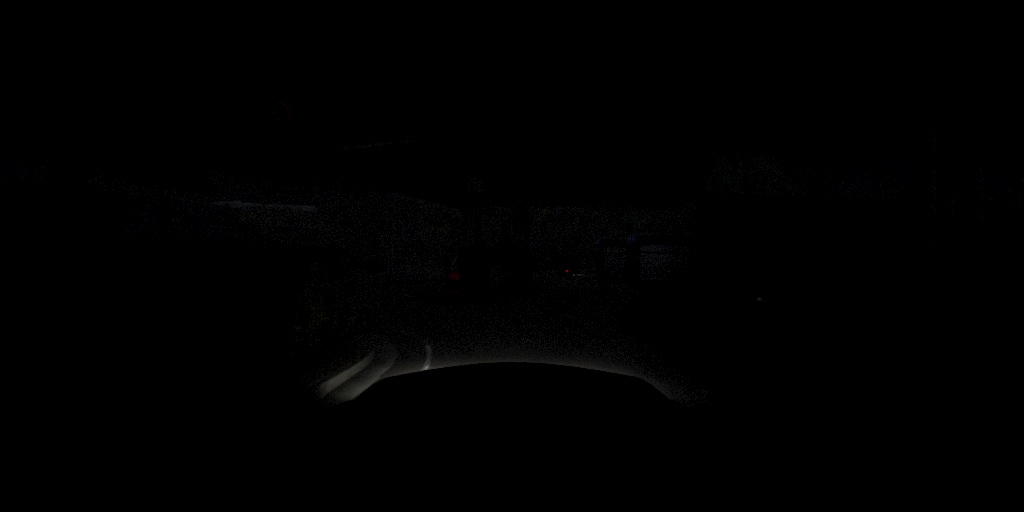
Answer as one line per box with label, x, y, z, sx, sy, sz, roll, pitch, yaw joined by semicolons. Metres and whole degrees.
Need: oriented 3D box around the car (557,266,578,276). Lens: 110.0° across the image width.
car;7.944;2.134;51.141;2.033;1.411;5.357;1;-1;24
